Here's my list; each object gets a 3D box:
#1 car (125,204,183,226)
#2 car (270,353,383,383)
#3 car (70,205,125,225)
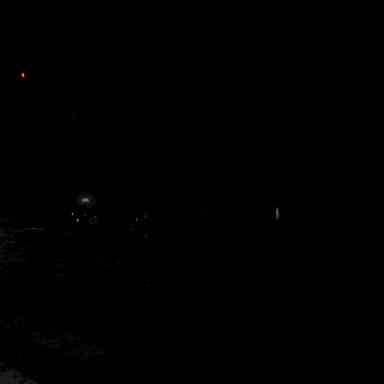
[{"bbox_3d":[-2.525,1.675,25.176,1.812,1.442,4.674,1,0,35],"label":"car"},{"bbox_3d":[2.374,1.545,1.267,4.507,1.381,1.887,0,1,35],"label":"car"},{"bbox_3d":[-6.680,1.681,24.932,1.895,1.301,4.718,1,0,35],"label":"car"}]
